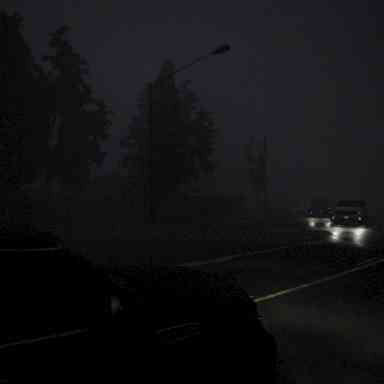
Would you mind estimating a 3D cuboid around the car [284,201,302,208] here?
[{"bbox_3d":[20.587,2.509,67.810,2.128,1.511,4.902,-1,-1,-11],"label":"car"}]

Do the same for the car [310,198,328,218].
[{"bbox_3d":[14.151,1.682,36.165,2.150,2.045,5.566,0,-1,24],"label":"car"}]

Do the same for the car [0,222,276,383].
[{"bbox_3d":[-1.806,1.225,2.519,5.566,2.045,2.150,1,0,-36],"label":"car"}]

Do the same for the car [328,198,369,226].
[{"bbox_3d":[12.912,1.537,26.878,2.150,2.045,5.566,0,-1,34],"label":"car"}]
